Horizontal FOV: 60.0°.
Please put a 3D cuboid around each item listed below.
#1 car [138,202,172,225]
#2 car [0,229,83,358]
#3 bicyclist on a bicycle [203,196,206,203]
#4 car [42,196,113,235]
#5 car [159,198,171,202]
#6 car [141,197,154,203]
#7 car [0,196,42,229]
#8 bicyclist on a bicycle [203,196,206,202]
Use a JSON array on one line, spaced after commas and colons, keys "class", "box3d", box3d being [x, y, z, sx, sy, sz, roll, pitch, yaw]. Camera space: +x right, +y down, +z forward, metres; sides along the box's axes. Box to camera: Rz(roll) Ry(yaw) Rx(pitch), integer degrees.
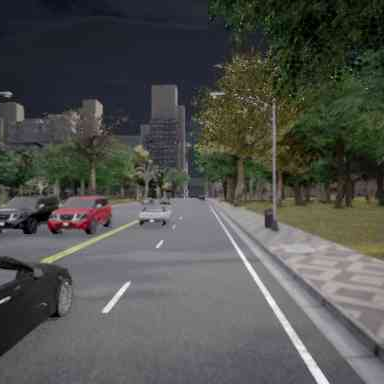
[{"class": "car", "box3d": [-2.629, 1.645, 24.530, 1.895, 1.301, 4.718, 0, 0, 2]}, {"class": "car", "box3d": [-3.206, 1.531, 4.472, 1.812, 1.442, 4.674, 0, 0, 1]}, {"class": "bicyclist on a bicycle", "box3d": [3.102, 1.750, 82.223, 0.659, 1.776, 1.843, 0, 0, 2]}, {"class": "car", "box3d": [-6.230, 1.251, 19.368, 2.150, 2.045, 5.566, 0, 0, 2]}, {"class": "car", "box3d": [-4.926, 1.788, 61.675, 1.994, 1.385, 4.181, 0, 0, 2]}, {"class": "car", "box3d": [-8.171, 1.719, 61.765, 2.128, 1.511, 4.902, 0, 0, 2]}, {"class": "car", "box3d": [-9.479, 1.251, 19.481, 2.150, 2.045, 5.566, 0, 0, 2]}, {"class": "bicyclist on a bicycle", "box3d": [3.361, 1.900, 91.232, 0.866, 1.612, 1.509, 0, -1, 2]}]
